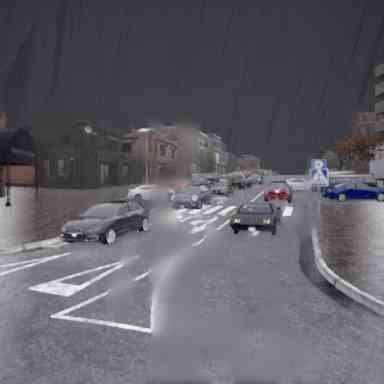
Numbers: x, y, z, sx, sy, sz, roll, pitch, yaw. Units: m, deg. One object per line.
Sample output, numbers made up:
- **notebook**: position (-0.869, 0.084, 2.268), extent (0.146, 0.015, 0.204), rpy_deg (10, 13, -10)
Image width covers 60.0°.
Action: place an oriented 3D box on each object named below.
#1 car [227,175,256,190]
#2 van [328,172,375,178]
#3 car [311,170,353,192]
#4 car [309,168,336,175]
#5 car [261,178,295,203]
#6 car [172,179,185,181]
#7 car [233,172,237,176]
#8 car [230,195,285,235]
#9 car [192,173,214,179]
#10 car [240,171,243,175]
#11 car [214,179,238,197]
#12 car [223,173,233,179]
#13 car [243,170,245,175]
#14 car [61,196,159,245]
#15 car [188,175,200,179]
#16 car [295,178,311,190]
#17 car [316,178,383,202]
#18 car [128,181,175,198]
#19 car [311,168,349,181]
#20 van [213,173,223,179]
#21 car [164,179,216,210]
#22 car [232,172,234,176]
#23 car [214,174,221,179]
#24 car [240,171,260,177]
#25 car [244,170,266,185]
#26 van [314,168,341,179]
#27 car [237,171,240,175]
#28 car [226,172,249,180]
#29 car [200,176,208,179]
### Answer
- **car**: position (6.325, -1.024, 42.214), extent (1.895, 1.301, 4.718), rpy_deg (1, 5, 24)
- **van**: position (14.242, -0.550, 29.641), extent (4.442, 1.987, 1.878), rpy_deg (-1, 4, 0)
- **car**: position (15.096, -0.819, 32.446), extent (5.566, 2.045, 2.435), rpy_deg (-1, 5, 0)
- **car**: position (22.081, -2.546, 52.245), extent (5.566, 2.045, 2.435), rpy_deg (-1, 4, -1)
- **car**: position (7.295, -0.169, 27.869), extent (2.097, 1.767, 4.553), rpy_deg (0, 5, 18)
- **car**: position (-2.615, -0.210, 33.278), extent (4.792, 1.488, 2.163), rpy_deg (-2, 4, -2)
- **car**: position (4.521, -2.134, 55.638), extent (4.792, 1.488, 2.163), rpy_deg (-2, 4, -2)
- **car**: position (3.159, 1.084, 15.646), extent (1.895, 1.301, 4.718), rpy_deg (0, 4, 19)
- **car**: position (0.048, -1.087, 41.669), extent (4.553, 1.767, 2.185), rpy_deg (-2, 5, -2)
- **car**: position (6.296, -2.641, 61.202), extent (4.892, 1.521, 2.231), rpy_deg (-2, 5, -2)
- **car**: position (2.977, -0.305, 33.603), extent (1.994, 1.385, 4.181), rpy_deg (0, 5, 19)
- **car**: position (2.885, -1.693, 50.071), extent (5.366, 1.575, 1.946), rpy_deg (-2, 4, -2)
- **car**: position (7.202, -2.881, 63.981), extent (4.892, 1.521, 2.231), rpy_deg (-2, 4, -2)
- **car**: position (-3.422, 1.173, 14.162), extent (1.837, 1.490, 4.892), rpy_deg (0, 3, 19)
- **car**: position (-1.731, -0.605, 36.064), extent (4.553, 1.767, 2.185), rpy_deg (-2, 5, -2)
- **car**: position (11.969, -0.806, 36.764), extent (4.674, 1.442, 1.812), rpy_deg (1, 5, 24)
- **car**: position (13.124, -0.078, 26.841), extent (5.008, 1.535, 2.097), rpy_deg (-1, 5, 0)
- **car**: position (-3.531, 0.043, 30.472), extent (4.674, 1.452, 2.002), rpy_deg (-2, 4, -2)
- **car**: position (23.982, -3.040, 57.934), extent (5.566, 2.045, 2.435), rpy_deg (-1, 4, -2)
- **van**: position (1.680, -1.663, 47.255), extent (4.442, 1.987, 1.878), rpy_deg (-2, 5, -2)
- **car**: position (0.006, 0.259, 24.617), extent (2.097, 1.767, 4.553), rpy_deg (0, 5, 18)
- **car**: position (3.586, -1.923, 52.853), extent (5.008, 1.535, 2.097), rpy_deg (-2, 4, -2)
- **car**: position (0.907, -1.203, 44.485), extent (5.008, 1.535, 2.097), rpy_deg (-2, 4, -2)
- **car**: position (15.434, -4.871, 88.993), extent (4.892, 1.521, 2.231), rpy_deg (-2, 4, -1)
- **car**: position (9.738, -2.045, 50.998), extent (2.097, 1.767, 4.553), rpy_deg (0, 5, 18)
- **van**: position (25.927, -3.506, 63.616), extent (4.442, 1.987, 1.878), rpy_deg (-1, 4, -2)
- **car**: position (5.383, -2.403, 58.423), extent (5.008, 1.535, 2.097), rpy_deg (-2, 4, -2)
- **car**: position (9.917, -3.554, 72.337), extent (4.674, 1.452, 2.002), rpy_deg (-2, 4, -2)
- **car**: position (-0.897, -0.690, 38.877), extent (4.792, 1.488, 2.163), rpy_deg (-2, 5, -2)
